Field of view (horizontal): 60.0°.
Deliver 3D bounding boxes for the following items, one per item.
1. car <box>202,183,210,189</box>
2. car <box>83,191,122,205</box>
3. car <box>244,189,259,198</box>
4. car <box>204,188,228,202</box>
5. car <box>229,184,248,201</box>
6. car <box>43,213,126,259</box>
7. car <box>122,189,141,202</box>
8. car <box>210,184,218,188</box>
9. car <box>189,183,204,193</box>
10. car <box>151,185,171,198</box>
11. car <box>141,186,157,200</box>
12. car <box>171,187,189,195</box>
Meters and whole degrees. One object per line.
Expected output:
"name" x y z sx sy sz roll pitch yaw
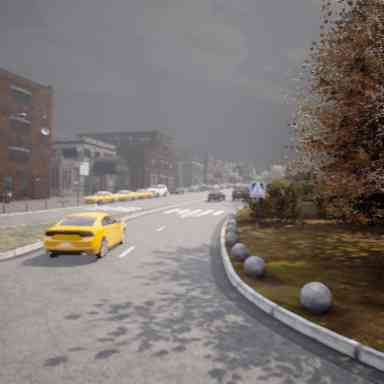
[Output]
"car" 2.036 -1.106 82.627 2.435 2.045 5.566 1 2 17
"car" -10.994 0.665 40.133 1.946 1.575 5.366 1 2 17
"car" 10.683 0.177 59.374 2.033 1.411 5.357 1 2 17
"car" 3.537 0.554 47.282 1.837 1.490 4.892 1 2 17
"car" 7.264 0.246 48.349 2.150 2.045 5.566 1 2 17
"car" -3.996 1.551 13.220 1.882 1.535 5.008 1 0 2
"car" -9.368 0.474 45.408 1.946 1.575 5.366 1 2 17
"car" 4.739 -1.176 91.655 2.231 1.521 4.892 1 2 18
"car" 0.428 -0.666 77.389 2.231 1.521 4.892 1 2 17
"car" -6.047 -0.161 56.228 2.435 2.045 5.566 1 2 17
"car" -7.751 0.285 50.687 1.946 1.575 5.366 1 2 17
"car" -2.821 -0.258 66.796 2.163 1.488 4.792 1 2 17
